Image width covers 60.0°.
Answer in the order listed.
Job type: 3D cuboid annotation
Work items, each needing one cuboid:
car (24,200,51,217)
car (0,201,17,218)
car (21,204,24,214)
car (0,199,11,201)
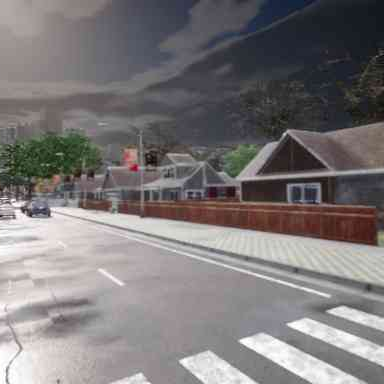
[{"bbox_3d":[-17.233,1.815,37.350,2.097,1.767,4.553,-2,0,-31],"label":"car"},{"bbox_3d":[-19.871,2.063,35.495,1.812,1.442,4.674,-2,0,-31],"label":"car"},{"bbox_3d":[-22.191,1.944,45.639,2.097,1.767,4.553,-2,0,-31],"label":"car"},{"bbox_3d":[-24.984,1.893,43.972,2.150,2.045,5.566,-2,0,-31],"label":"car"}]
